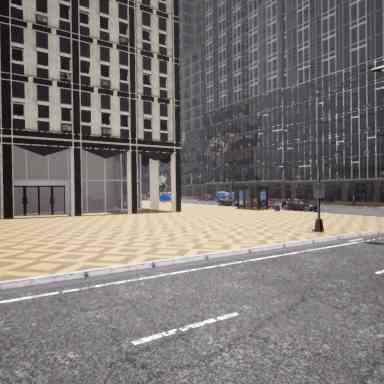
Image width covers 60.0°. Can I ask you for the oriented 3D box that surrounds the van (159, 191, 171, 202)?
[{"bbox_3d":[-4.279,0.937,59.290,1.690,1.788,3.998,0,1,-34],"label":"van"}]

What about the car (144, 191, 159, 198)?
[{"bbox_3d":[-10.161,0.686,82.794,1.967,1.590,4.097,0,1,-34],"label":"car"}]

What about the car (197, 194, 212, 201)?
[{"bbox_3d":[2.646,1.043,64.011,1.802,1.307,4.206,0,1,-34],"label":"car"}]

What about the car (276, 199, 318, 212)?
[{"bbox_3d":[11.621,1.424,35.739,1.947,1.339,4.313,0,1,-34],"label":"car"}]

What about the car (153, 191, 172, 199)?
[{"bbox_3d":[-6.959,0.615,78.097,2.192,1.841,5.009,0,1,-34],"label":"car"}]

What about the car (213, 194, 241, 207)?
[{"bbox_3d":[5.280,1.319,45.175,1.947,1.339,4.313,0,1,-34],"label":"car"}]

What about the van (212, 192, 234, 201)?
[{"bbox_3d":[5.846,0.855,59.312,1.690,1.788,3.998,0,1,-34],"label":"van"}]

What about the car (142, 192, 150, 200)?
[{"bbox_3d":[-10.682,1.039,68.684,2.008,1.369,4.403,0,1,-34],"label":"car"}]

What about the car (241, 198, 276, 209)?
[{"bbox_3d":[8.433,1.388,40.447,1.802,1.307,4.206,0,1,-34],"label":"car"}]
